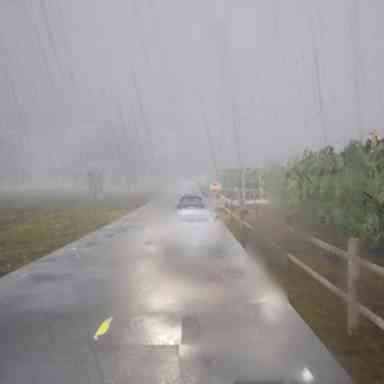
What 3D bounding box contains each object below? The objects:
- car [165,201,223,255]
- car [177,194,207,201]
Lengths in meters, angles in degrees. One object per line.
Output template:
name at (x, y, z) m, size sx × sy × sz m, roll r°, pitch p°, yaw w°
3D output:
car at (0.061, 1.280, 11.950) m, size 1.812 × 1.442 × 4.674 m, roll 0°, pitch 1°, yaw 0°
car at (-0.027, 0.901, 21.935) m, size 2.033 × 1.649 × 4.856 m, roll 0°, pitch 2°, yaw 0°
